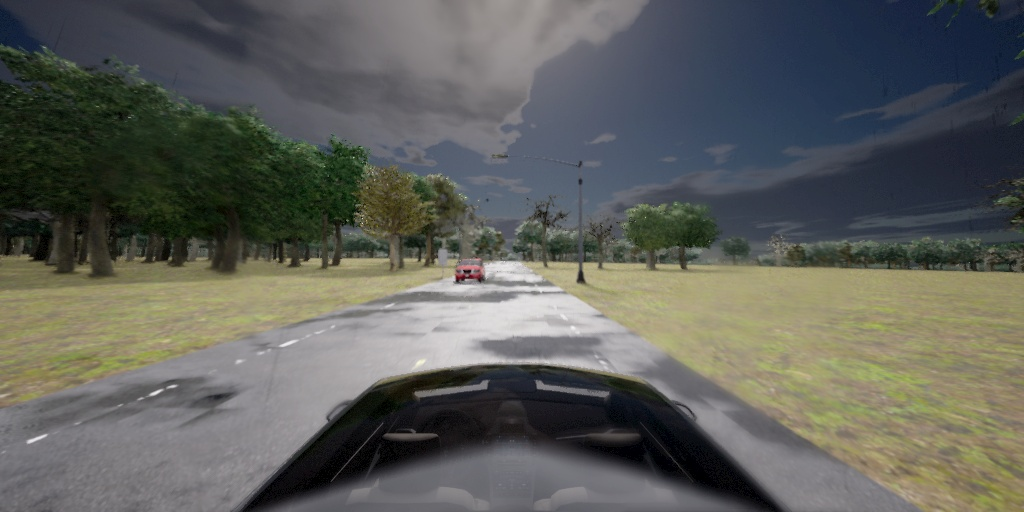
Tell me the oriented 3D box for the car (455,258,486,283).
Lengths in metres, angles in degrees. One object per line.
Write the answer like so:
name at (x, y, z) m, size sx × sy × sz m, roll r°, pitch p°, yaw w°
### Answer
car at (-3.500, 1.224, 30.887) m, size 2.150 × 2.045 × 5.566 m, roll 0°, pitch -1°, yaw 0°
